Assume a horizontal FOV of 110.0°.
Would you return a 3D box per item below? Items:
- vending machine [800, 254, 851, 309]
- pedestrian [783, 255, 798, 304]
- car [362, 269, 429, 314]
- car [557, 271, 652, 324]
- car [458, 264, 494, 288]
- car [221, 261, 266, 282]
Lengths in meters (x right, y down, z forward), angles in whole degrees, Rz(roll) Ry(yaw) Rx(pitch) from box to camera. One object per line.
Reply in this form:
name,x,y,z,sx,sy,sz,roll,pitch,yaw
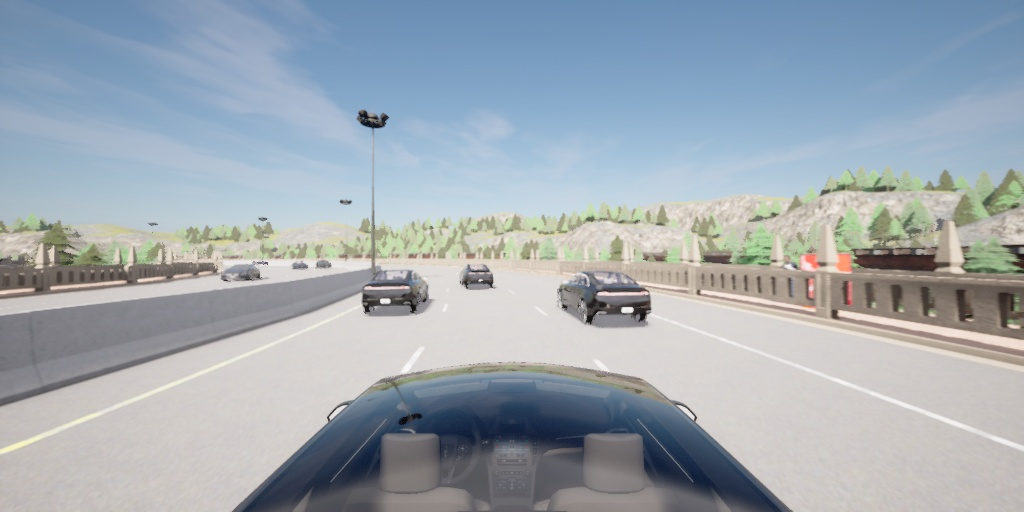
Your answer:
vending machine,10.823,0.909,12.422,1.100,2.100,0.880,0,0,-6
pedestrian,10.313,0.858,13.347,0.375,1.860,0.375,0,0,-6
car,-4.437,1.272,14.138,2.128,1.511,4.902,0,0,-7
car,2.843,1.239,12.012,2.128,1.511,4.902,0,0,-6
car,-2.471,1.276,24.008,2.128,1.511,4.902,0,0,-14
car,-23.065,1.400,30.728,1.812,1.442,4.674,0,0,-21
